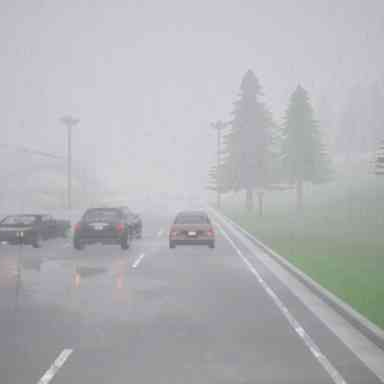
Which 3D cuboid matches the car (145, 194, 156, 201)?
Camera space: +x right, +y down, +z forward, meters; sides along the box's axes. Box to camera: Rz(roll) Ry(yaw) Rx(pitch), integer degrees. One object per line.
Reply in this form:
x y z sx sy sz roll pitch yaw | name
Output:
-10.499 1.424 82.965 2.128 1.511 4.902 0 0 0 | car

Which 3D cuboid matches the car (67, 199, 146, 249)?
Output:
-3.500 1.363 14.620 2.097 1.767 4.553 0 0 0 | car

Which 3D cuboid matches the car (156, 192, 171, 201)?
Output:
-7.000 1.125 83.013 2.150 2.045 5.566 0 0 0 | car

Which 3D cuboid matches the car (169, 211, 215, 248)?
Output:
0.000 1.560 14.650 2.033 1.411 5.357 0 0 0 | car

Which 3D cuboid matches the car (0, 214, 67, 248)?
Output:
-7.000 1.613 14.680 1.895 1.301 4.718 0 0 0 | car

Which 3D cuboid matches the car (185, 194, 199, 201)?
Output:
0.001 1.425 82.642 2.033 1.411 5.357 0 0 0 | car

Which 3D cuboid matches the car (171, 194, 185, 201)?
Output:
-3.500 1.257 83.001 2.097 1.767 4.553 0 0 0 | car
